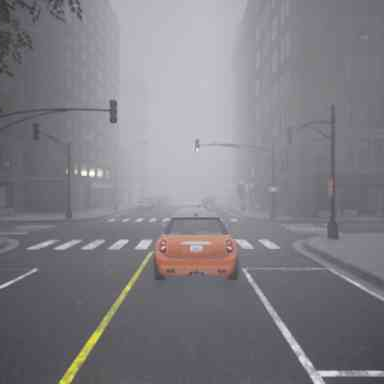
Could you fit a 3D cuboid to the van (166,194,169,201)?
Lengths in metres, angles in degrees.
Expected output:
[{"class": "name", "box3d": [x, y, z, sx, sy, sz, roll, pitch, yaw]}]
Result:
[{"class": "van", "box3d": [-5.662, 1.334, 61.437, 1.690, 1.788, 3.998, 0, 0, 0]}]

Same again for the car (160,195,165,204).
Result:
[{"class": "car", "box3d": [-5.662, 1.533, 50.536, 1.887, 1.381, 4.507, 0, 0, 0]}]

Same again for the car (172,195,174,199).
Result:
[{"class": "car", "box3d": [-5.660, 1.315, 72.339, 2.192, 1.841, 5.009, 0, 0, 0]}]

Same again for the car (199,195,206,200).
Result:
[{"class": "car", "box3d": [2.868, 1.547, 94.331, 1.752, 1.417, 4.829, 0, 0, 0]}]

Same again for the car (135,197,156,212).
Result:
[{"class": "car", "box3d": [-5.664, 1.513, 39.464, 1.752, 1.417, 4.829, 0, 0, 0]}]

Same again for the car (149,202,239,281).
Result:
[{"class": "car", "box3d": [0.102, 1.350, 9.977, 2.097, 1.767, 4.553, 0, 0, 0]}]

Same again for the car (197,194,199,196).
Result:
[{"class": "car", "box3d": [2.866, 1.536, 83.434, 1.752, 1.417, 4.829, 0, 0, 0]}]

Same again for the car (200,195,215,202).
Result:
[{"class": "car", "box3d": [2.863, 1.430, 56.022, 1.967, 1.590, 4.097, 0, 0, 0]}]

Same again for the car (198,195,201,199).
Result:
[{"class": "car", "box3d": [2.865, 1.547, 66.919, 2.008, 1.369, 4.403, 0, 0, 0]}]

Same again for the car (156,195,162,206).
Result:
[{"class": "car", "box3d": [-5.663, 1.538, 45.085, 2.008, 1.369, 4.403, 0, 0, 0]}]

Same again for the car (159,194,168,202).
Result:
[{"class": "car", "box3d": [-5.662, 1.535, 55.987, 1.887, 1.381, 4.507, 0, 0, 0]}]

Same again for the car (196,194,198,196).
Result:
[{"class": "car", "box3d": [2.867, 1.567, 88.712, 2.008, 1.369, 4.403, 0, 0, 0]}]

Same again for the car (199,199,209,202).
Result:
[{"class": "car", "box3d": [0.106, 1.516, 26.005, 1.812, 1.442, 4.674, 0, 0, 0]}]

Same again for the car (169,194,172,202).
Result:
[{"class": "car", "box3d": [-5.660, 1.547, 66.888, 2.008, 1.369, 4.403, 0, 0, 0]}]
